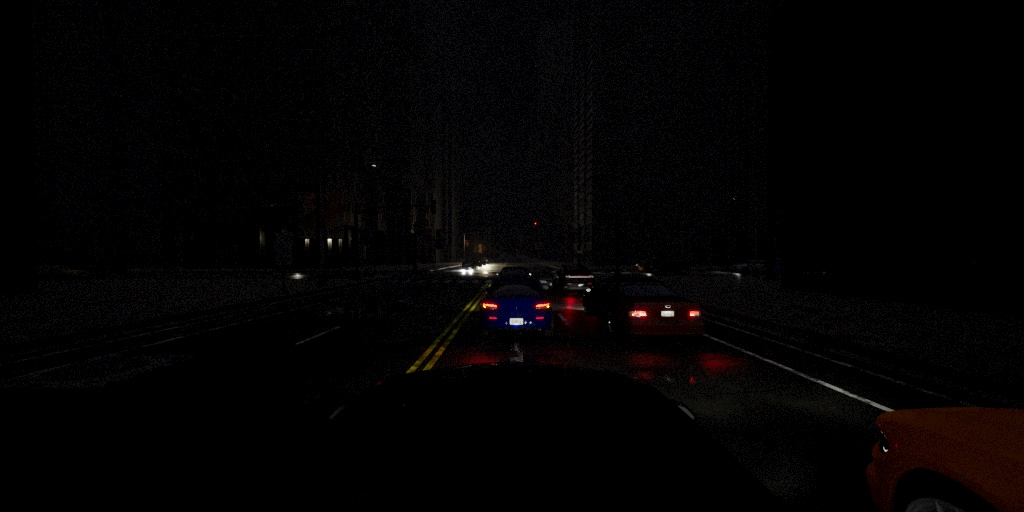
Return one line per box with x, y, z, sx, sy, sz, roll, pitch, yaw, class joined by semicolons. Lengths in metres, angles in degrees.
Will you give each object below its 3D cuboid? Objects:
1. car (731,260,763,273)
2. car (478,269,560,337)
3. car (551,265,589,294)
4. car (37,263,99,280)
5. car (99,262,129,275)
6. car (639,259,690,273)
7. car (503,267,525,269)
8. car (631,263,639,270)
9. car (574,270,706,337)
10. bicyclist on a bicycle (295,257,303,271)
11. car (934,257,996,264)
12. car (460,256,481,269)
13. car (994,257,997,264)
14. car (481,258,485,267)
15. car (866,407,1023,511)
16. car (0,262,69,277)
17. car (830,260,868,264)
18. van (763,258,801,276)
27.668;1.184;41.115;4.674;1.442;1.812;0;1;0;car
0.095;1.272;10.170;1.812;1.442;4.674;0;0;0;car
3.351;1.230;20.016;2.128;1.511;4.902;0;0;0;car
-40.821;1.450;32.238;4.829;1.417;1.751;0;0;0;car
-46.411;1.362;40.761;4.507;1.381;1.888;0;0;0;car
17.729;1.147;41.190;5.008;1.535;1.882;0;1;0;car
0.100;1.286;19.744;2.033;1.411;5.357;0;0;0;car
16.700;1.071;43.871;4.097;1.591;1.967;0;0;0;car
3.353;1.293;10.268;2.033;1.411;5.357;0;0;0;car
-25.870;1.001;43.618;0.582;1.620;1.656;0;1;0;bicyclist on a bicycle
43.853;1.169;35.182;4.097;1.591;1.967;0;0;0;car
-6.535;1.204;55.270;2.128;1.511;4.902;0;0;2;car
49.294;1.046;35.149;5.009;1.841;2.192;0;0;0;car
-6.525;1.060;64.215;2.097;1.767;4.553;0;0;0;car
3.348;1.228;0.343;1.882;1.535;5.008;0;0;0;car
-50.892;1.423;37.988;5.357;1.411;2.033;0;1;0;car
32.974;1.321;35.247;4.207;1.307;1.802;0;0;0;car
27.532;1.086;35.280;3.998;1.789;1.690;0;0;0;van
